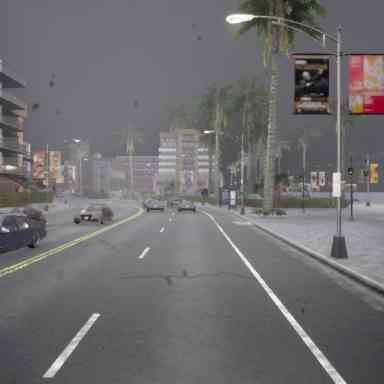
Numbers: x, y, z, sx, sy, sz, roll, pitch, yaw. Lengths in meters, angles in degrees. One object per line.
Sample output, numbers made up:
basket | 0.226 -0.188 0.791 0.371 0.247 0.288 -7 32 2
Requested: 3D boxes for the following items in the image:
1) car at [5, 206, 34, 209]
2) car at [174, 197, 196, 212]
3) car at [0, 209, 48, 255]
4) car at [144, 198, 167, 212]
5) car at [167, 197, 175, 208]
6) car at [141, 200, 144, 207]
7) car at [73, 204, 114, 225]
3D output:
car | -10.563 1.565 20.083 1.994 1.385 4.181 0 0 0
car | -0.694 1.564 38.390 1.994 1.385 4.181 0 0 -5
car | -7.105 1.547 11.948 2.033 1.411 5.357 0 0 0
car | -4.323 1.564 39.131 1.994 1.385 4.181 0 0 -6
car | -2.490 1.491 48.258 2.128 1.511 4.902 0 0 -15
car | -6.139 1.564 48.197 1.994 1.385 4.181 0 0 -14
car | -7.038 1.564 24.129 1.994 1.385 4.181 0 0 0
